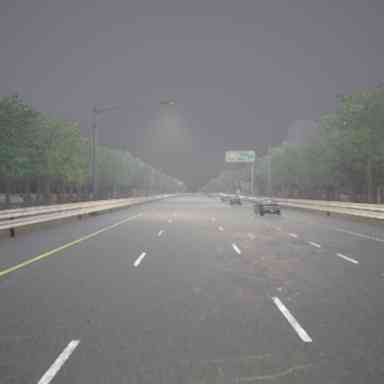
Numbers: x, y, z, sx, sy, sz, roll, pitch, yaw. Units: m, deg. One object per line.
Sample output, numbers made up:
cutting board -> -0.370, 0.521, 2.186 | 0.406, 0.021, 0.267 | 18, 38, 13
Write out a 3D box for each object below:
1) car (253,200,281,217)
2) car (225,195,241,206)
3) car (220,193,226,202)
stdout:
car -> 7.053, 1.494, 31.654 | 2.128, 1.511, 4.902 | 0, 0, 0
car -> 7.168, 1.541, 56.181 | 1.837, 1.490, 4.892 | 0, 0, 0
car -> 7.284, 1.497, 73.676 | 2.128, 1.511, 4.902 | 0, 0, 0
